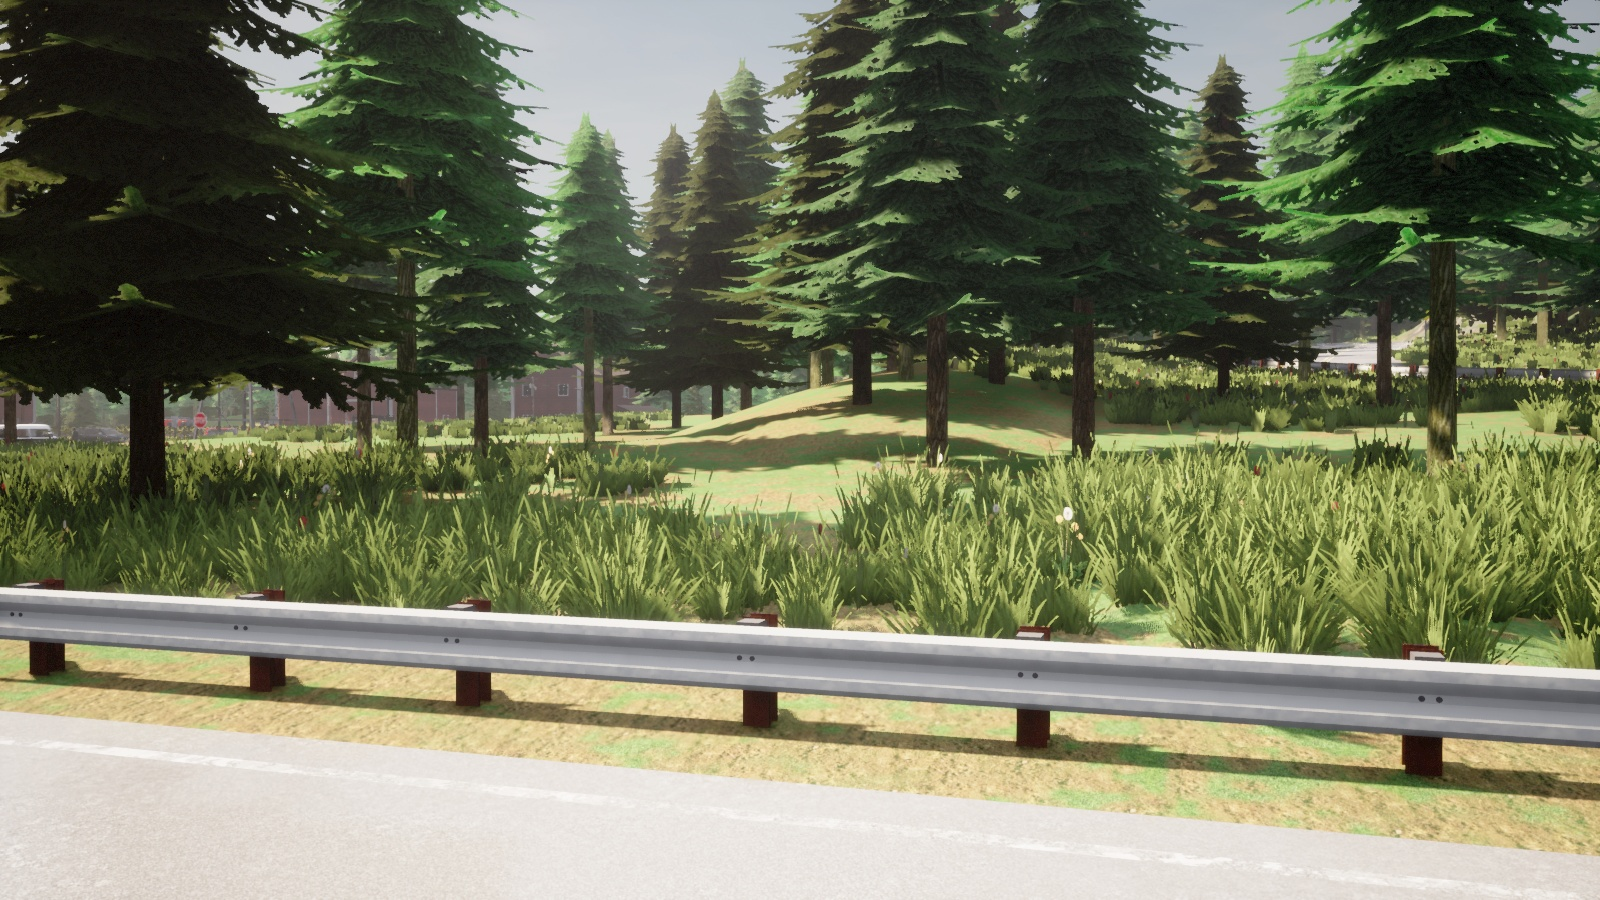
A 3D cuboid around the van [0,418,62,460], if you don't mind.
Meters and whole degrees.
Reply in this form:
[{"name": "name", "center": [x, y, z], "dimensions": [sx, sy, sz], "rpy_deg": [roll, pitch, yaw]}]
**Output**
[{"name": "van", "center": [-39.529, -0.575, 62.649], "dimensions": [2.069, 2.038, 4.480], "rpy_deg": [1, 1, 17]}]
